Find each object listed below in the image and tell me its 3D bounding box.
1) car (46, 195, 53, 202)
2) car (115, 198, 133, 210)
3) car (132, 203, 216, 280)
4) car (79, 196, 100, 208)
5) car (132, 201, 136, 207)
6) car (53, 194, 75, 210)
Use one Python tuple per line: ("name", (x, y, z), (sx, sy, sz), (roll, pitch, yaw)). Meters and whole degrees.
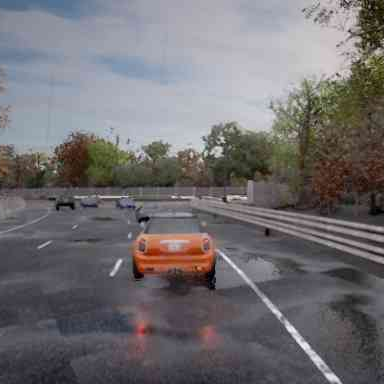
("car", (-33.078, 1.471, 79.394), (5.008, 1.535, 1.882), (0, 0, 44))
("car", (-8.389, 1.506, 41.978), (2.033, 1.411, 5.357), (0, 0, -22))
("car", (-0.552, 1.337, 10.149), (2.097, 1.767, 4.553), (0, 0, -4))
("car", (-14.980, 1.539, 47.935), (1.994, 1.385, 4.181), (0, 0, -26))
("car", (-3.204, 1.532, 25.244), (1.994, 1.385, 4.181), (0, 0, -13))
("car", (-16.592, 1.211, 43.382), (2.150, 2.045, 5.566), (0, 0, -24))
